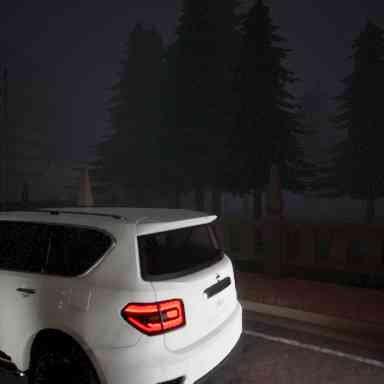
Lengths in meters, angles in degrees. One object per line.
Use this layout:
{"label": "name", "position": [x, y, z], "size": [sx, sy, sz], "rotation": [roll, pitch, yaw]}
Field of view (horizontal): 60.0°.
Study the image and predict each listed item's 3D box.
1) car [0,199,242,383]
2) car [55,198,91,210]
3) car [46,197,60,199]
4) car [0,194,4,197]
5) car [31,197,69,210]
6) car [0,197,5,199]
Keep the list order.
{"label": "car", "position": [-2.076, 1.221, 4.723], "size": [5.566, 2.045, 2.150], "rotation": [0, 0, 29]}
{"label": "car", "position": [-16.086, 1.554, 45.318], "size": [1.837, 1.490, 4.892], "rotation": [0, 0, 22]}
{"label": "car", "position": [-15.483, 1.614, 36.837], "size": [1.994, 1.385, 4.181], "rotation": [0, 0, 22]}
{"label": "car", "position": [-23.295, 1.270, 36.662], "size": [2.150, 2.045, 5.566], "rotation": [0, 0, 22]}
{"label": "car", "position": [-19.563, 1.526, 46.046], "size": [1.882, 1.535, 5.008], "rotation": [0, 0, 22]}
{"label": "car", "position": [-19.907, 1.575, 35.693], "size": [1.812, 1.442, 4.674], "rotation": [0, 0, 22]}
